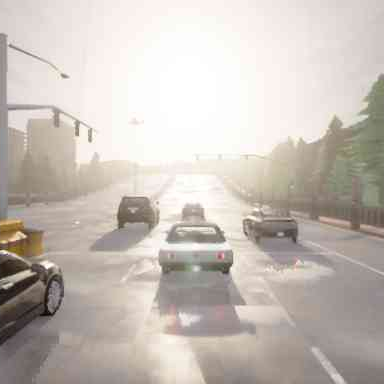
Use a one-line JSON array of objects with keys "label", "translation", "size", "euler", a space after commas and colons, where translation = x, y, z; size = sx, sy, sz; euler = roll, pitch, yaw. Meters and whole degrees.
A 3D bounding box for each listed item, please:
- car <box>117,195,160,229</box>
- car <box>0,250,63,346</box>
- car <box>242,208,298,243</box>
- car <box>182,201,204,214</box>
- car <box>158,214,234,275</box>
[{"label": "car", "translation": [-3.400, 1.210, 21.886], "size": [2.150, 2.045, 5.566], "euler": [0, 0, 0]}, {"label": "car", "translation": [-3.400, 1.503, 4.547], "size": [1.837, 1.490, 4.892], "euler": [0, 0, 0]}, {"label": "car", "translation": [3.599, 1.485, 15.928], "size": [2.128, 1.511, 4.902], "euler": [0, 0, 0]}, {"label": "car", "translation": [0.100, 1.549, 30.471], "size": [1.994, 1.385, 4.181], "euler": [0, 0, 0]}, {"label": "car", "translation": [0.101, 1.596, 10.401], "size": [1.895, 1.301, 4.718], "euler": [0, 0, 0]}]
